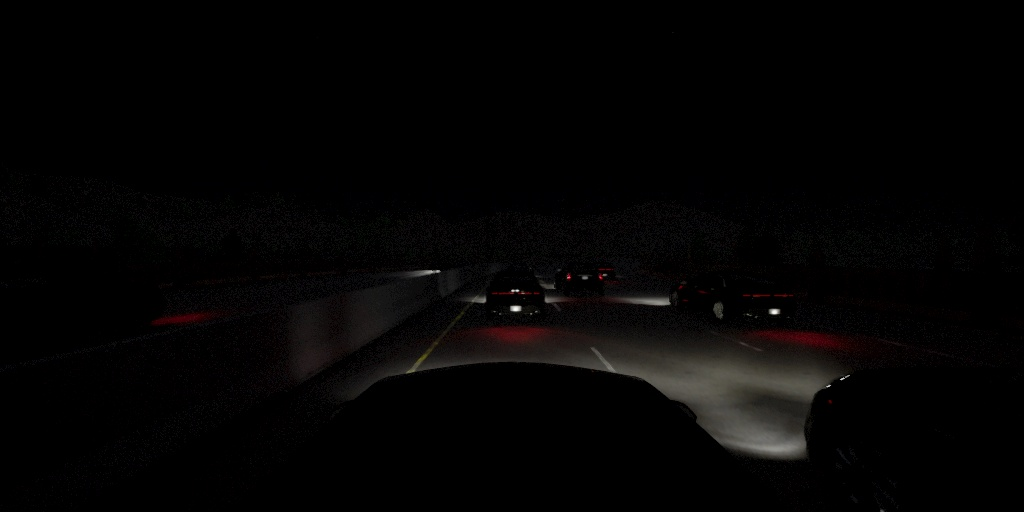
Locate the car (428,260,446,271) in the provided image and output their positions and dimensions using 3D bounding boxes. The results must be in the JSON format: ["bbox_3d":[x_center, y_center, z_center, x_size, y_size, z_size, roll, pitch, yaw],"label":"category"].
[{"bbox_3d":[-10.096,1.316,50.346,1.994,1.385,4.181,0,0,15],"label":"car"}]

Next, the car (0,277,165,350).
[{"bbox_3d":[-10.587,1.256,7.915,1.837,1.490,4.892,0,0,0],"label":"car"}]

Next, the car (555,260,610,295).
[{"bbox_3d":[3.634,1.102,19.860,2.097,1.767,4.553,0,0,1],"label":"car"}]

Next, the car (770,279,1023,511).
[{"bbox_3d":[3.600,1.102,1.233,2.097,1.767,4.553,0,0,0],"label":"car"}]

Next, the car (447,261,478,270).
[{"bbox_3d":[-5.176,1.299,40.812,2.033,1.411,5.357,0,0,11],"label":"car"}]

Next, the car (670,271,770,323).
[{"bbox_3d":[7.107,1.255,12.124,1.837,1.490,4.892,0,0,0],"label":"car"}]

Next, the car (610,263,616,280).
[{"bbox_3d":[7.714,1.255,31.074,1.837,1.490,4.892,0,0,6],"label":"car"}]

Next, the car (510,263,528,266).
[{"bbox_3d":[0.608,1.298,30.793,2.033,1.411,5.357,0,0,5],"label":"car"}]

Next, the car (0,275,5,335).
[{"bbox_3d":[-14.089,1.243,6.761,2.128,1.511,4.902,0,0,0],"label":"car"}]

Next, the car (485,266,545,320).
[{"bbox_3d":[0.108,1.255,12.683,1.837,1.490,4.892,0,0,0],"label":"car"}]
